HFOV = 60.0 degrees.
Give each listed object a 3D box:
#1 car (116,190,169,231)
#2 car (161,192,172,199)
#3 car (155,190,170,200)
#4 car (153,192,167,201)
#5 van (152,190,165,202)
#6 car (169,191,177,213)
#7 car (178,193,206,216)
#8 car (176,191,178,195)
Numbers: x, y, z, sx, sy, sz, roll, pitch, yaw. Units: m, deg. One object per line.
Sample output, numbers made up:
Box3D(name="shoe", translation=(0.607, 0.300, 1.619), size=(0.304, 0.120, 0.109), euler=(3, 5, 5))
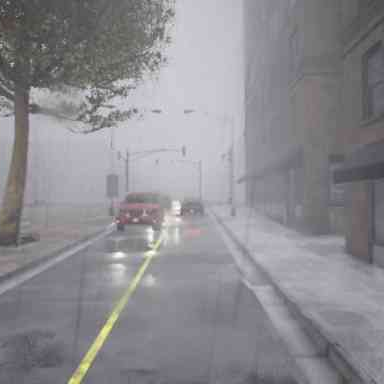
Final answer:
Box3D(name="car", translation=(-2.779, 0.982, 19.120), size=(2.150, 2.045, 5.566), euler=(0, 1, 0))
Box3D(name="car", translation=(-5.553, 0.765, 73.205), size=(1.887, 1.381, 4.507), euler=(2, 0, 0))
Box3D(name="car", translation=(-5.503, 0.558, 62.624), size=(2.192, 1.841, 5.009), euler=(2, 0, 0))
Box3D(name="car", translation=(-5.490, 0.809, 57.640), size=(2.008, 1.369, 4.403), euler=(2, 0, 0))
Box3D(name="van", translation=(-5.471, 0.610, 54.319), size=(1.690, 1.788, 3.998), euler=(2, 0, 0))
Box3D(name="car", translation=(-2.800, 0.977, 29.969), size=(2.128, 1.511, 4.902), euler=(0, 2, 0))
Box3D(name="car", translation=(0.010, 1.085, 26.729), size=(1.837, 1.490, 4.892), euler=(0, 2, 0))
Box3D(name="car", translation=(-5.640, 0.765, 94.367), size=(1.887, 1.381, 4.507), euler=(1, 0, 0))
